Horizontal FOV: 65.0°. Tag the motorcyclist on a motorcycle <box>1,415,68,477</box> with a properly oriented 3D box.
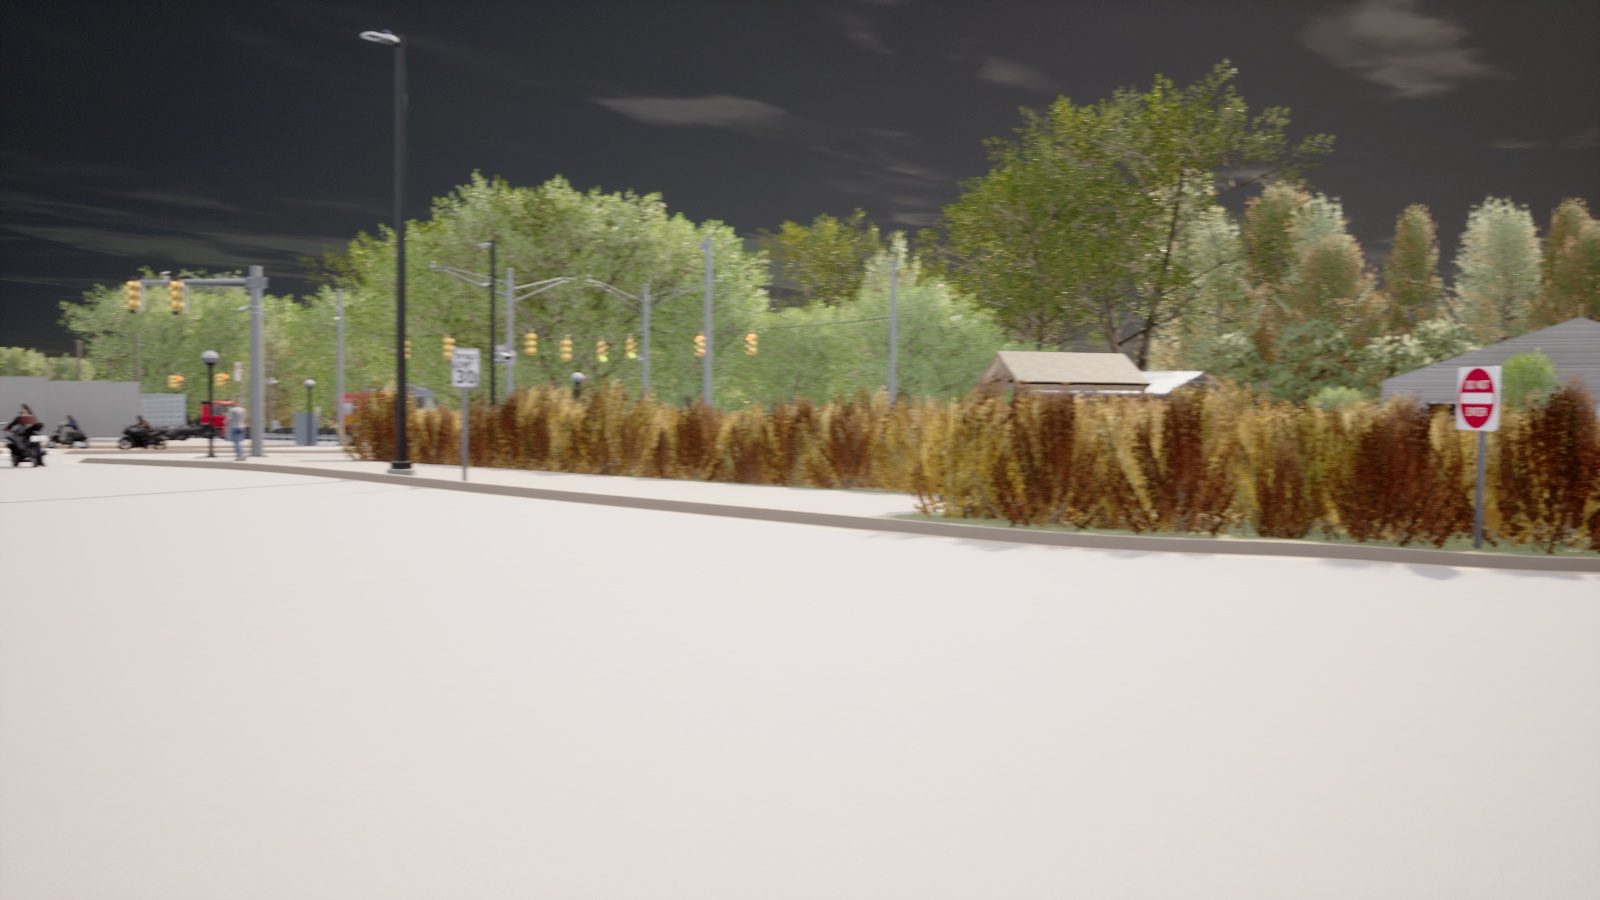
[{"bbox_3d":[-19.810,-0.105,32.485,2.191,1.530,0.866,0,2,42],"label":"motorcyclist on a motorcycle"}]

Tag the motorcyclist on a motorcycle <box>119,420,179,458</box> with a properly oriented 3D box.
[{"bbox_3d":[-26.822,-0.458,51.737,0.797,1.523,2.044,2,1,37],"label":"motorcyclist on a motorcycle"}]

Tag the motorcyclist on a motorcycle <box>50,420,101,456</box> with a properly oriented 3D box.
[{"bbox_3d":[-32.563,-0.552,56.481,0.866,1.590,1.817,1,1,44],"label":"motorcyclist on a motorcycle"}]

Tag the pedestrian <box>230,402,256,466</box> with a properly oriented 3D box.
[{"bbox_3d":[-16.294,-0.473,36.759,0.706,1.836,0.354,2,3,34],"label":"pedestrian"}]

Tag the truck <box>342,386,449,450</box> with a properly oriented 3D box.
[{"bbox_3d":[-25.614,-1.955,79.221,2.891,3.827,8.468,-3,2,-44],"label":"truck"}]
